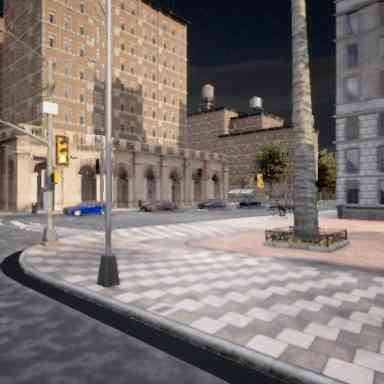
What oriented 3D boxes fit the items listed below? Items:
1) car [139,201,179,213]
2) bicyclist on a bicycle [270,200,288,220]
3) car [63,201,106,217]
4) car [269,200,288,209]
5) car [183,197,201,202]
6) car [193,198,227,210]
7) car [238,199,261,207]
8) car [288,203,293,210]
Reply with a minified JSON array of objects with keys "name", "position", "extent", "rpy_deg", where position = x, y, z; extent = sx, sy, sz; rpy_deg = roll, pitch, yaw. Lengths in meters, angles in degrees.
[{"name":"car","position":[-4.046,1.787,41.919],"extent":[2.033,1.411,5.357],"rpy_deg":[0,0,42]},{"name":"bicyclist on a bicycle","position":[7.176,1.464,27.542],"extent":[1.656,1.620,0.582],"rpy_deg":[-1,-1,42]},{"name":"car","position":[-10.846,1.670,34.471],"extent":[1.882,1.535,5.008],"rpy_deg":[0,0,42]},{"name":"car","position":[13.362,1.862,50.389],"extent":[1.994,1.385,4.181],"rpy_deg":[0,0,42]},{"name":"car","position":[-0.042,2.118,90.957],"extent":[4.718,1.301,1.895],"rpy_deg":[0,0,42]},{"name":"car","position":[3.050,1.836,49.702],"extent":[2.033,1.411,5.357],"rpy_deg":[0,0,42]},{"name":"car","position":[9.985,1.937,57.328],"extent":[1.895,1.301,4.718],"rpy_deg":[0,0,42]},{"name":"car","position":[16.090,1.852,48.189],"extent":[1.994,1.385,4.181],"rpy_deg":[0,0,42]}]
